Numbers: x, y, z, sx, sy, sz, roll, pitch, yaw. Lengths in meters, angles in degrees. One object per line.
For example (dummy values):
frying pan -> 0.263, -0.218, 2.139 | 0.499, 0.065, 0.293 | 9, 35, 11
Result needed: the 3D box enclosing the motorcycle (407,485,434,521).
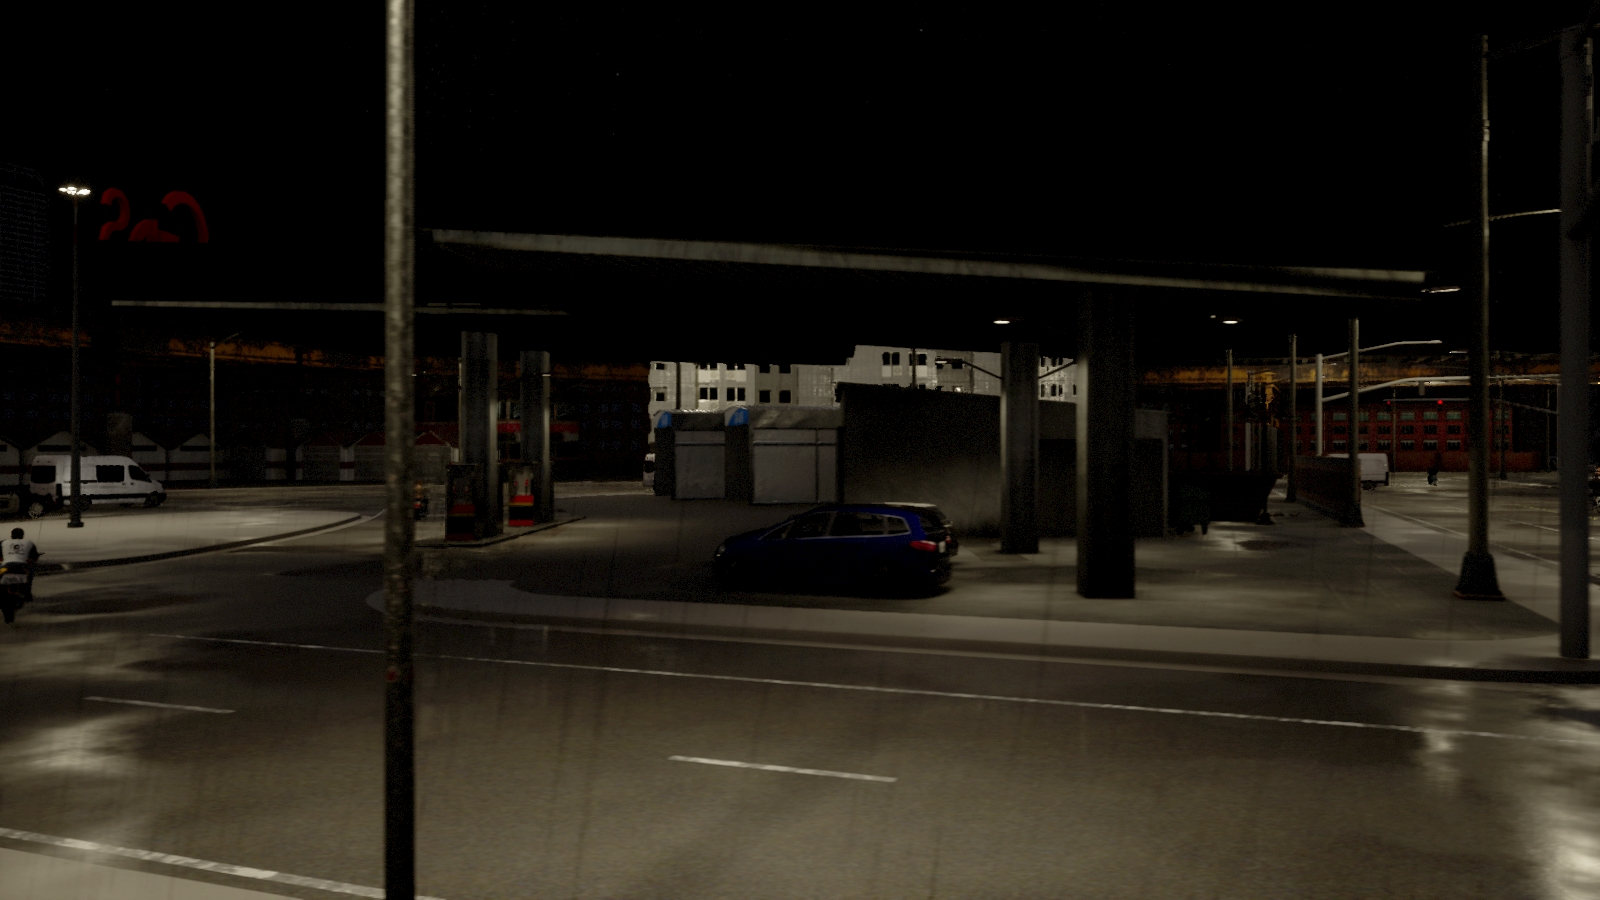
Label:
motorcycle -> -15.321, 2.135, 46.172 | 0.764, 1.332, 2.356 | 0, 0, -12
